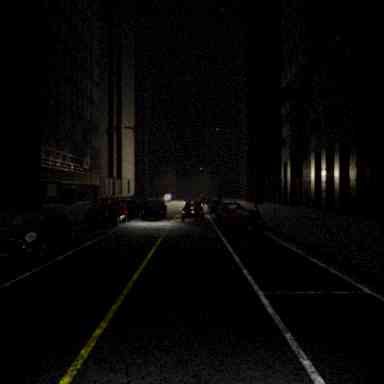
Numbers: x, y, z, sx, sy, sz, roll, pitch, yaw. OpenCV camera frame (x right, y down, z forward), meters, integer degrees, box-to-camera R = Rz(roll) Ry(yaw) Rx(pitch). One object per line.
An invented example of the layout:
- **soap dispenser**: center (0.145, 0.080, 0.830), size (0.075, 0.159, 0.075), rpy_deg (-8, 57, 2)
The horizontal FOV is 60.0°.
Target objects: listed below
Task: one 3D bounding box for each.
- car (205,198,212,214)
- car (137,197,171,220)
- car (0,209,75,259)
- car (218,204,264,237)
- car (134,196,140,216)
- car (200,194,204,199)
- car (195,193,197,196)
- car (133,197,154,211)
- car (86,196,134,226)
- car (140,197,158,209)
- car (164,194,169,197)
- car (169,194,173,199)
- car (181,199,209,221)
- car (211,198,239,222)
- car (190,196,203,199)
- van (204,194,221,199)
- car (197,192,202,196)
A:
- **car**: center (2.671, 1.563, 34.828), size (1.947, 1.339, 4.313), rpy_deg (0, 0, 0)
- **car**: center (-3.097, 1.473, 28.228), size (1.882, 1.535, 5.008), rpy_deg (0, 0, 0)
- **car**: center (-5.856, 1.437, 12.285), size (1.967, 1.590, 4.097), rpy_deg (0, 0, 0)
- **car**: center (2.670, 1.542, 17.911), size (1.887, 1.381, 4.507), rpy_deg (0, 0, 0)
- **car**: center (-5.854, 1.311, 29.203), size (2.192, 1.841, 5.009), rpy_deg (0, 0, 0)
- **car**: center (2.674, 1.557, 57.591), size (1.752, 1.417, 4.829), rpy_deg (0, 0, 1)
- **car**: center (2.678, 1.639, 91.218), size (2.008, 1.369, 4.403), rpy_deg (0, 0, 0)
- **car**: center (-5.854, 1.442, 40.483), size (1.967, 1.590, 4.097), rpy_deg (0, 0, 0)
- **car**: center (-5.855, 1.311, 23.564), size (2.192, 1.841, 5.009), rpy_deg (0, 0, 0)
- **car**: center (-5.853, 1.448, 46.121), size (1.967, 1.590, 4.097), rpy_deg (0, 0, 0)
- **car**: center (-5.859, 1.567, 62.837), size (1.752, 1.417, 4.829), rpy_deg (0, 0, 1)
- **car**: center (-5.851, 1.592, 74.150), size (1.752, 1.417, 4.829), rpy_deg (0, 0, 0)
- **car**: center (0.089, 1.543, 27.316), size (2.033, 1.411, 5.357), rpy_deg (0, 0, 1)
- **car**: center (2.671, 1.436, 23.549), size (1.967, 1.590, 4.097), rpy_deg (0, 0, 0)
- **car**: center (0.074, 1.528, 41.803), size (1.812, 1.442, 4.674), rpy_deg (0, 0, 0)
- **van**: center (2.671, 1.343, 40.467), size (1.690, 1.788, 3.998), rpy_deg (0, 0, 0)
- **car**: center (2.675, 1.372, 68.659), size (2.192, 1.841, 5.009), rpy_deg (0, 0, 0)
